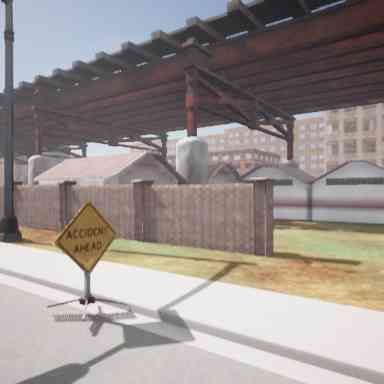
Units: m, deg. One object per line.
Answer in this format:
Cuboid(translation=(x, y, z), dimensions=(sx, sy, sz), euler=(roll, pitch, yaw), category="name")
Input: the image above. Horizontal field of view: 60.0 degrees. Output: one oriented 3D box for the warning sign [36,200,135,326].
Cuboid(translation=(-1.844, 1.088, 5.860), dimensions=(1.060, 1.860, 1.300), euler=(0, 0, 36), category="warning sign")
